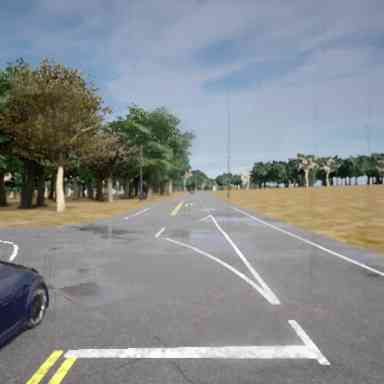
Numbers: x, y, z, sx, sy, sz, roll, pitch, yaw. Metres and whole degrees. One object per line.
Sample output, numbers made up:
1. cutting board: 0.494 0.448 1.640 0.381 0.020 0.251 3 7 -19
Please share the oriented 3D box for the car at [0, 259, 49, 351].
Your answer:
1. car: -3.506 1.575 4.171 1.994 1.385 4.181 0 0 0
